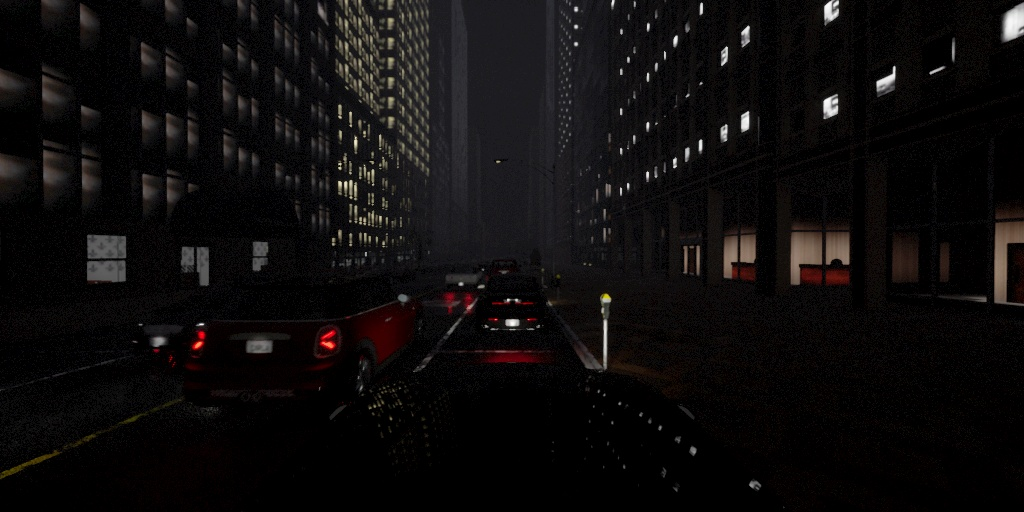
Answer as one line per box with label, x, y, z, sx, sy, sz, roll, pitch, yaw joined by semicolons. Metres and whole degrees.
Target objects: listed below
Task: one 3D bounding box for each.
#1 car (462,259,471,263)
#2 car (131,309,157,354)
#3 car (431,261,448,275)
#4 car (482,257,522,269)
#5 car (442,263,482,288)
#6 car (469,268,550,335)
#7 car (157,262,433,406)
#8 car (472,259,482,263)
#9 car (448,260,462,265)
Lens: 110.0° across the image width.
car;-8.743;1.338;62.318;1.802;1.307;4.207;0;0;0
car;-6.236;1.245;8.791;2.128;1.511;4.902;0;0;0
car;-8.778;1.306;39.584;2.007;1.370;4.403;0;0;0
car;-0.423;1.066;22.520;2.192;1.841;5.009;0;0;0
car;-3.009;1.353;23.493;1.895;1.301;4.718;0;0;0
car;0.015;1.254;10.498;1.837;1.490;4.892;0;0;0
car;-3.035;1.105;6.429;2.097;1.767;4.553;0;0;0
car;-3.099;1.279;40.290;1.812;1.442;4.674;0;0;0
car;-8.760;1.306;50.950;2.007;1.370;4.403;0;0;0
